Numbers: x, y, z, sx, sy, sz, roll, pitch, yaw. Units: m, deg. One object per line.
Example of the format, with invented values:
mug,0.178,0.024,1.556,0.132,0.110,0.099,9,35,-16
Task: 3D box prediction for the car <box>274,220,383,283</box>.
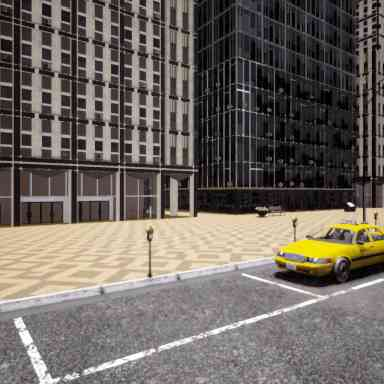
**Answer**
car,4.439,1.528,9.678,4.829,1.417,1.752,0,0,-35
